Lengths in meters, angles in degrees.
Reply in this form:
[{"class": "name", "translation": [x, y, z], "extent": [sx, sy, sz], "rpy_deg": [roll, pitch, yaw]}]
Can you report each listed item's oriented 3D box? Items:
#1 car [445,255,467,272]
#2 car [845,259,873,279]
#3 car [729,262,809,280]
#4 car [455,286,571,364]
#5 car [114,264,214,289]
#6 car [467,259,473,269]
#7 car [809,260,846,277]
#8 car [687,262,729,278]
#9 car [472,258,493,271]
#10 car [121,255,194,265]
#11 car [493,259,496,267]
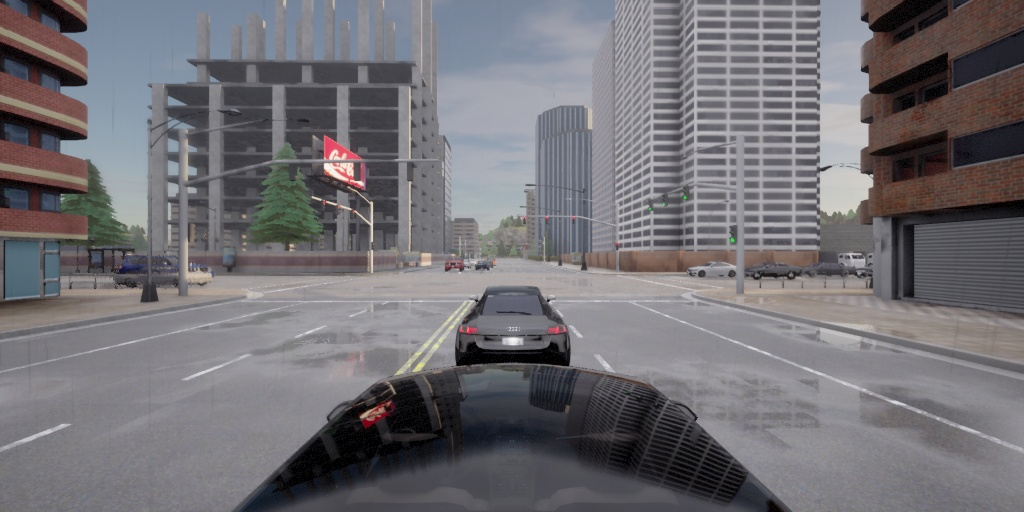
[{"class": "car", "translation": [-7.558, 0.970, 47.587], "extent": [2.150, 2.045, 5.566], "rpy_deg": [0, 0, -4]}, {"class": "car", "translation": [32.227, 1.241, 30.739], "extent": [4.902, 1.511, 2.128], "rpy_deg": [0, 0, -1]}, {"class": "car", "translation": [21.854, 1.241, 30.601], "extent": [4.902, 1.511, 2.128], "rpy_deg": [0, 0, -1]}, {"class": "car", "translation": [0.011, 1.314, 7.655], "extent": [1.994, 1.385, 4.181], "rpy_deg": [0, 0, 0]}, {"class": "car", "translation": [-21.916, 1.350, 22.749], "extent": [4.718, 1.301, 1.895], "rpy_deg": [0, 0, -1]}, {"class": "car", "translation": [-7.605, 1.275, 57.265], "extent": [1.812, 1.442, 4.674], "rpy_deg": [0, 0, 0]}, {"class": "car", "translation": [29.671, 1.297, 34.210], "extent": [5.357, 1.411, 2.033], "rpy_deg": [0, 0, -1]}, {"class": "car", "translation": [19.089, 1.275, 34.042], "extent": [4.674, 1.442, 1.812], "rpy_deg": [0, 0, -1]}, {"class": "car", "translation": [-4.048, 1.350, 50.038], "extent": [1.895, 1.301, 4.718], "rpy_deg": [0, 0, -1]}, {"class": "car", "translation": [-25.167, 0.971, 26.206], "extent": [5.566, 2.045, 2.150], "rpy_deg": [0, 0, -1]}, {"class": "car", "translation": [-4.122, 1.313, 59.963], "extent": [1.994, 1.385, 4.181], "rpy_deg": [0, 0, 0]}]
